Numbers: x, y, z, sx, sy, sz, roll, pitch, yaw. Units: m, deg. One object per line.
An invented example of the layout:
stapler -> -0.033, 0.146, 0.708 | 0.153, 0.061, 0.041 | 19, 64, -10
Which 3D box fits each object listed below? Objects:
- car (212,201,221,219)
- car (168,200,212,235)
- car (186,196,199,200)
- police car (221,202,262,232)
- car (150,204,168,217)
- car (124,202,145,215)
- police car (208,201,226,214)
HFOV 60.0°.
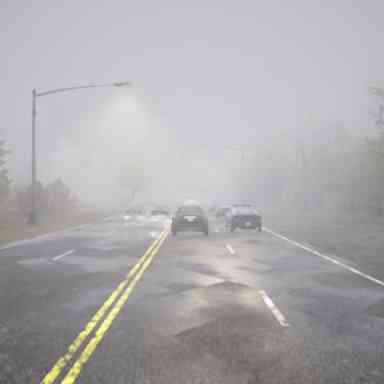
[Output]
car -> 3.244, 1.866, 32.705 | 1.812, 1.442, 4.674 | 0, -1, 0
car -> -0.120, 1.568, 20.512 | 2.097, 1.767, 4.553 | -1, 0, -1
car -> 0.060, 1.846, 63.415 | 2.150, 2.045, 5.566 | 0, 0, 0
police car -> 3.250, 1.651, 21.813 | 1.930, 1.638, 5.238 | 0, -1, 0
car -> -3.357, 1.982, 36.061 | 1.895, 1.301, 4.718 | 0, -1, 0
car -> -6.607, 1.935, 39.063 | 1.812, 1.442, 4.674 | 0, -1, 0
police car -> 3.242, 1.953, 43.709 | 2.038, 1.542, 4.974 | 0, -1, 0
